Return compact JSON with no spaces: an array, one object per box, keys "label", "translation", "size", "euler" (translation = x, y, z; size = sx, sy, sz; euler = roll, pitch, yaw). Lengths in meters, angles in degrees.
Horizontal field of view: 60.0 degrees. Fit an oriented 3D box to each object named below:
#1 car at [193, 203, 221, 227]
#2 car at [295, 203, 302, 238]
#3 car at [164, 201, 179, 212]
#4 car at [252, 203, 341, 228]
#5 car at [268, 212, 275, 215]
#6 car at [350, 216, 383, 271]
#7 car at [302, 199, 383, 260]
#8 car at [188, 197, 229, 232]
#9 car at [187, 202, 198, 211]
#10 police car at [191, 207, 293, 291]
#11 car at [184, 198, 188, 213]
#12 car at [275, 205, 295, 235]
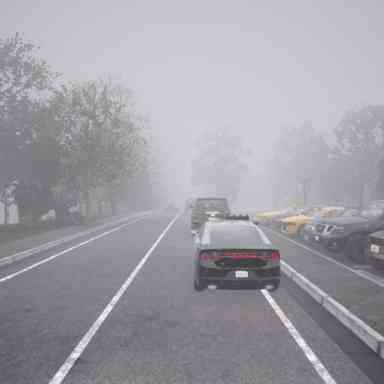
[{"label":"car","translation":[1.037,1.621,25.128],"size":[1.882,1.535,5.008],"euler":[0,-1,0]},{"label":"car","translation":[7.146,1.382,14.245],"size":[4.553,1.767,2.185],"euler":[0,0,0]},{"label":"car","translation":[-3.124,2.124,50.694],"size":[2.097,1.767,4.553],"euler":[0,-2,0]},{"label":"car","translation":[6.955,1.563,22.563],"size":[5.366,1.575,1.946],"euler":[0,0,0]},{"label":"car","translation":[7.138,1.539,19.793],"size":[4.892,1.521,2.231],"euler":[0,0,0]},{"label":"car","translation":[7.128,1.527,8.696],"size":[4.792,1.488,2.163],"euler":[0,0,0]},{"label":"car","translation":[7.078,1.250,11.473],"size":[5.566,2.045,2.435],"euler":[0,0,0]},{"label":"car","translation":[1.022,1.296,19.157],"size":[2.150,2.045,5.566],"euler":[0,-1,0]},{"label":"car","translation":[0.148,2.615,59.682],"size":[1.837,1.490,4.892],"euler":[0,-2,0]},{"label":"police car","translation":[0.997,1.439,9.215],"size":[1.930,1.638,5.238],"euler":[0,0,0]},{"label":"car","translation":[0.130,1.805,44.927],"size":[2.150,2.045,5.566],"euler":[0,-2,0]},{"label":"car","translation":[7.130,1.519,17.021],"size":[5.008,1.535,2.097],"euler":[0,0,0]}]
